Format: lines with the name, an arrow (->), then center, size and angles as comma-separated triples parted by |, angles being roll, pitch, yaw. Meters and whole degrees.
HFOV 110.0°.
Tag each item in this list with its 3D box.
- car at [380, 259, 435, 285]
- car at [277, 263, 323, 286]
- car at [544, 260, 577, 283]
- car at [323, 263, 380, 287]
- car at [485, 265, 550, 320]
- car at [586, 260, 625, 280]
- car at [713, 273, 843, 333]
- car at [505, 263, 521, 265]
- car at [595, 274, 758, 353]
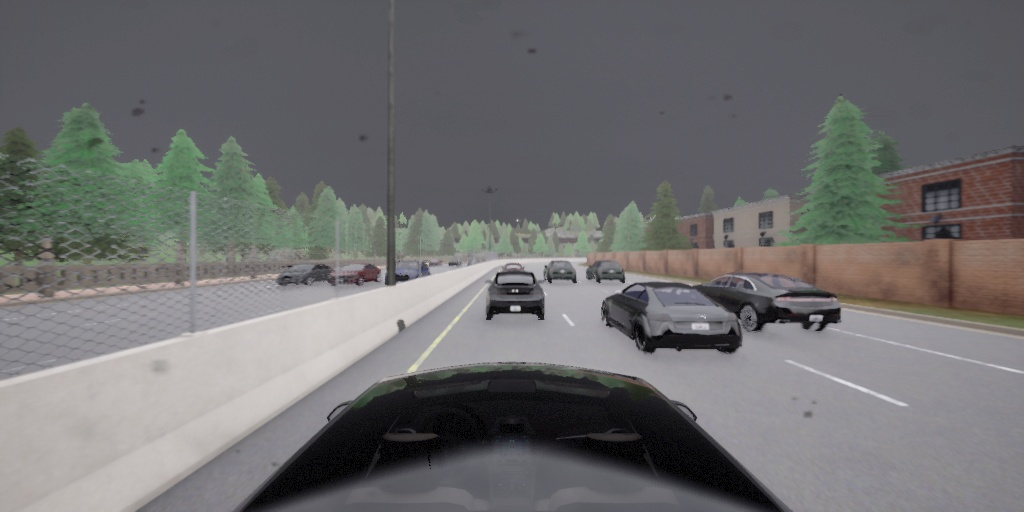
car -> -7.086, 1.092, 24.833 | 2.097, 1.767, 4.553 | 0, 0, 0
car -> -14.086, 1.243, 24.893 | 1.837, 1.490, 4.892 | 0, 0, 0
car -> 3.609, 1.095, 27.689 | 2.097, 1.767, 4.553 | 0, 0, 0
car -> -10.587, 1.217, 24.636 | 1.882, 1.535, 5.008 | 0, 0, 0
car -> 0.102, 1.251, 12.654 | 1.837, 1.490, 4.892 | 0, 0, 0
car -> 7.109, 1.096, 27.683 | 2.097, 1.767, 4.553 | 0, 0, 0
car -> 7.099, 1.241, 10.789 | 2.128, 1.511, 4.902 | 0, 0, 0
car -> 0.099, 1.267, 28.949 | 1.812, 1.442, 4.674 | 0, 0, 0
car -> 3.596, 1.313, 8.838 | 1.994, 1.385, 4.181 | 0, 0, 0
